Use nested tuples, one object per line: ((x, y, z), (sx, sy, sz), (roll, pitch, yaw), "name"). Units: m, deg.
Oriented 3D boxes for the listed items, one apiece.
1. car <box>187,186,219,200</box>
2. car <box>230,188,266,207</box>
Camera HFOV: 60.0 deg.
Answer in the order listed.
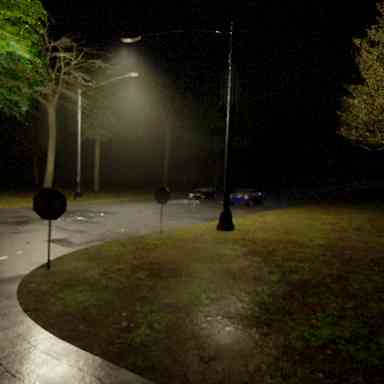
((1.350, 0.113, 38.482), (2.128, 1.511, 4.902), (4, 5, 35), "car")
((5.467, 0.430, 32.212), (2.097, 1.767, 4.553), (4, 4, 35), "car")
